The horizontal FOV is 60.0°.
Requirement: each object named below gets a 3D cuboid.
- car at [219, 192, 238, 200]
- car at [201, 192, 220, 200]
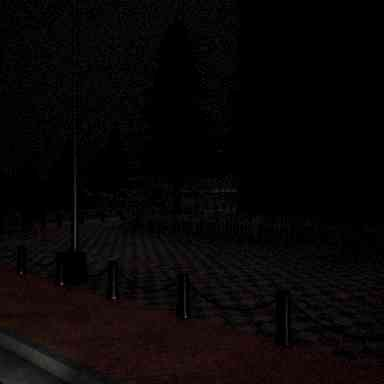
[{"bbox_3d":[9.593,1.374,84.710,3.633,1.501,1.845,0,0,35],"label":"car"},{"bbox_3d":[5.235,1.384,91.415,3.806,1.475,1.970,0,0,35],"label":"car"}]
